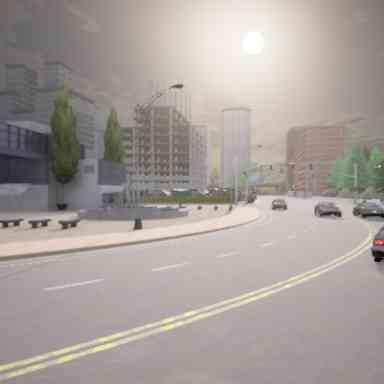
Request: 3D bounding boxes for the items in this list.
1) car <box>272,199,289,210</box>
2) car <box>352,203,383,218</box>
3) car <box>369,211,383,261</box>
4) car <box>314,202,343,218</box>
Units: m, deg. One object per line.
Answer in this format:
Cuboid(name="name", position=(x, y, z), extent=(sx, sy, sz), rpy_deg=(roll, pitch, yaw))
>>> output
Cuboid(name="car", position=(11.866, 1.678, 45.039), extent=(1.837, 1.490, 4.892), rpy_deg=(0, -1, 10))
Cuboid(name="car", position=(16.160, 1.652, 30.505), extent=(1.994, 1.385, 4.181), rpy_deg=(0, 0, 14))
Cuboid(name="car", position=(7.643, 1.580, 11.634), extent=(2.033, 1.411, 5.357), rpy_deg=(0, 0, 38))
Cuboid(name="car", position=(12.799, 1.649, 31.517), extent=(2.033, 1.411, 5.357), rpy_deg=(0, 0, 13))
